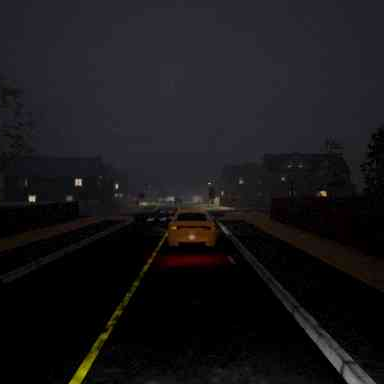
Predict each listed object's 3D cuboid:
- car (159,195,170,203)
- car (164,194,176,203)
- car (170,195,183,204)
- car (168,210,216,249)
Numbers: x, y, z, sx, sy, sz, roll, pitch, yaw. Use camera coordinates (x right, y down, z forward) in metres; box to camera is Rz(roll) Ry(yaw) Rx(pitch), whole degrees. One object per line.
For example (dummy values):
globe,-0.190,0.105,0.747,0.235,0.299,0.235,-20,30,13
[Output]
car,-6.791,1.927,78.649,1.812,1.442,4.674,0,-1,-10
car,-5.817,1.706,87.814,2.150,2.045,5.566,0,-1,-12
car,-3.235,1.855,74.187,1.837,1.490,4.892,0,-1,-10
car,0.000,1.508,14.647,1.882,1.535,5.008,0,0,0
